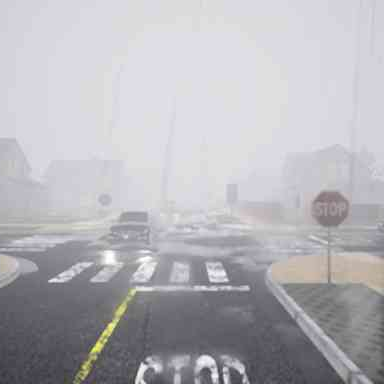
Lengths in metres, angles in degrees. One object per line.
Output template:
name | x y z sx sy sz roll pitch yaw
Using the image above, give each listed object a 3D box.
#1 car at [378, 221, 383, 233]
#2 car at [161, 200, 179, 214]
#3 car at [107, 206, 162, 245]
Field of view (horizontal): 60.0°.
car | 12.292 1.810 17.124 4.718 1.301 1.895 0 0 0
car | -2.746 1.747 41.609 2.097 1.767 4.553 0 -1 0
car | -2.745 1.639 16.255 1.837 1.490 4.892 0 0 0
